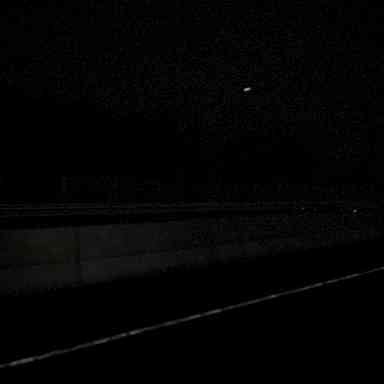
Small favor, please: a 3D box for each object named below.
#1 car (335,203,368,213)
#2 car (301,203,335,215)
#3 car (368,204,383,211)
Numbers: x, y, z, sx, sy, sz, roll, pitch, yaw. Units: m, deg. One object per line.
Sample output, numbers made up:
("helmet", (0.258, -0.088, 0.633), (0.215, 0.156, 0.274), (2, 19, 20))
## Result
("car", (16.535, 1.795, 32.928), (4.674, 1.442, 1.812), (1, 0, -35))
("car", (13.716, 1.862, 35.220), (4.718, 1.301, 1.895), (1, 0, -35))
("car", (18.525, 1.816, 30.051), (5.357, 1.411, 2.033), (1, 0, -35))
